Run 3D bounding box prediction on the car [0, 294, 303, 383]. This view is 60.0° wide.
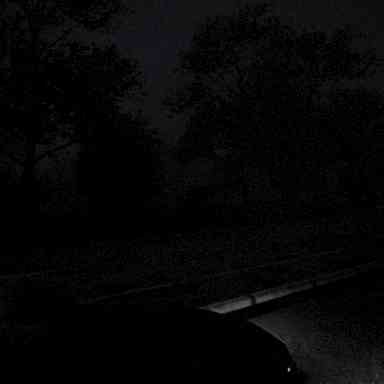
[{"bbox_3d":[-1.180,1.524,2.292,4.674,1.442,1.812,-1,0,-35],"label":"car"}]
